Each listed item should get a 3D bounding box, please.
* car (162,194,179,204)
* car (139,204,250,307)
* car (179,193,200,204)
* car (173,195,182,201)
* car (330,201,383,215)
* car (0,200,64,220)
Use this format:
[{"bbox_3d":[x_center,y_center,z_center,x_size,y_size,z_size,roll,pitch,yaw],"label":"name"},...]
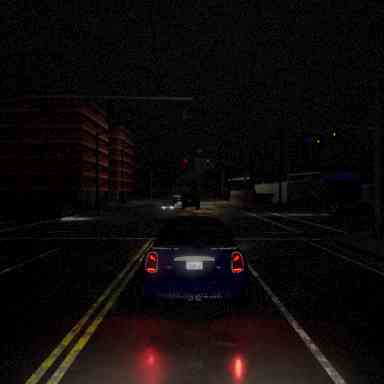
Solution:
[{"bbox_3d":[-3.726,1.547,53.702,2.033,1.411,5.357,0,0,0],"label":"car"},{"bbox_3d":[0.053,1.352,8.162,2.097,1.767,4.553,0,0,0],"label":"car"},{"bbox_3d":[-0.142,1.211,43.536,2.150,2.045,5.566,0,0,2],"label":"car"},{"bbox_3d":[-3.726,1.540,84.725,2.033,1.411,5.357,0,0,0],"label":"car"},{"bbox_3d":[16.379,1.601,33.255,4.718,1.301,1.895,0,0,0],"label":"car"},{"bbox_3d":[-13.066,1.449,27.319,4.892,1.490,1.837,0,0,-1],"label":"car"}]
